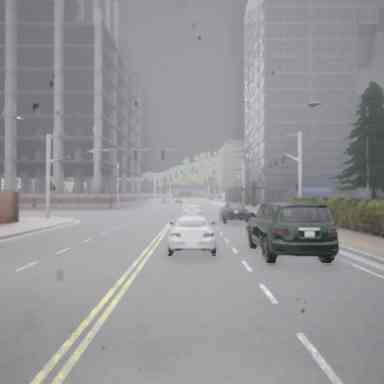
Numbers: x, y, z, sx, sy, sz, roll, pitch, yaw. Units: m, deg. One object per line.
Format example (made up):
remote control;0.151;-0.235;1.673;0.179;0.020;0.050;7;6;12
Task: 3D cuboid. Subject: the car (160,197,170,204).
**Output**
car;-7.021;2.286;86.624;2.097;1.767;4.553;0;-1;0

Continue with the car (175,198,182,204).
car;-3.521;2.430;86.593;1.837;1.490;4.892;0;-1;0

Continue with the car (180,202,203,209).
car;0.022;1.837;28.845;1.812;1.442;4.674;0;0;1

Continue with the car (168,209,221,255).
car;0.017;1.676;13.869;1.812;1.442;4.674;0;0;0

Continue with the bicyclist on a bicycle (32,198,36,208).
bicyclist on a bicycle;-26.454;1.901;55.706;0.582;1.620;1.656;0;0;1

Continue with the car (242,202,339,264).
car;3.506;1.361;12.558;2.150;2.045;5.566;0;0;0

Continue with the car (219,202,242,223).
car;3.518;1.658;28.402;2.097;1.767;4.553;0;-1;1
